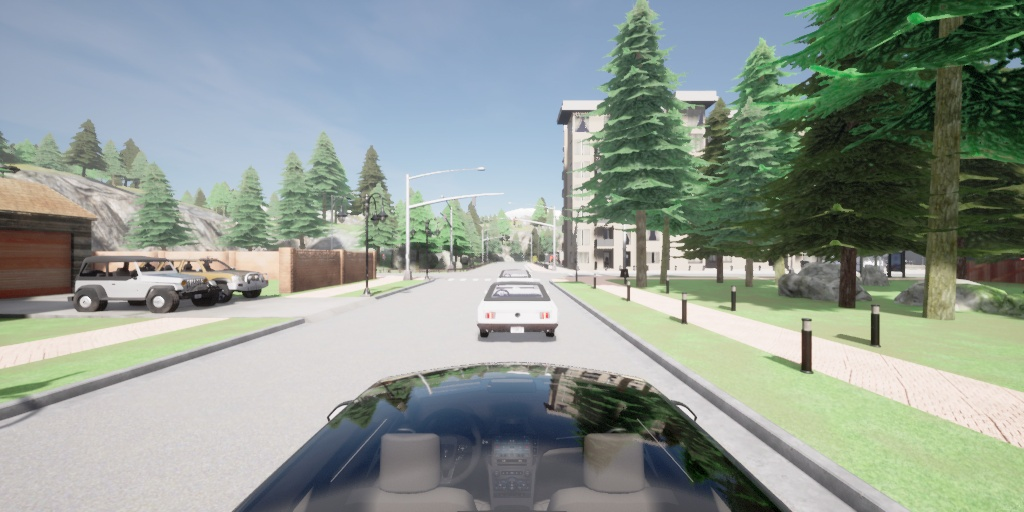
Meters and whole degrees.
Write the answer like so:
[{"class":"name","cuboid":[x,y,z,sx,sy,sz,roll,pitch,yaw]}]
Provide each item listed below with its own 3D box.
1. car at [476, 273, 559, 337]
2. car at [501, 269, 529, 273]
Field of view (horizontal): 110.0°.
[{"class":"car","cuboid":[0.134,1.351,10.192,1.895,1.301,4.718,0,0,0]},{"class":"car","cuboid":[0.167,1.350,19.359,1.895,1.301,4.718,0,0,0]}]
